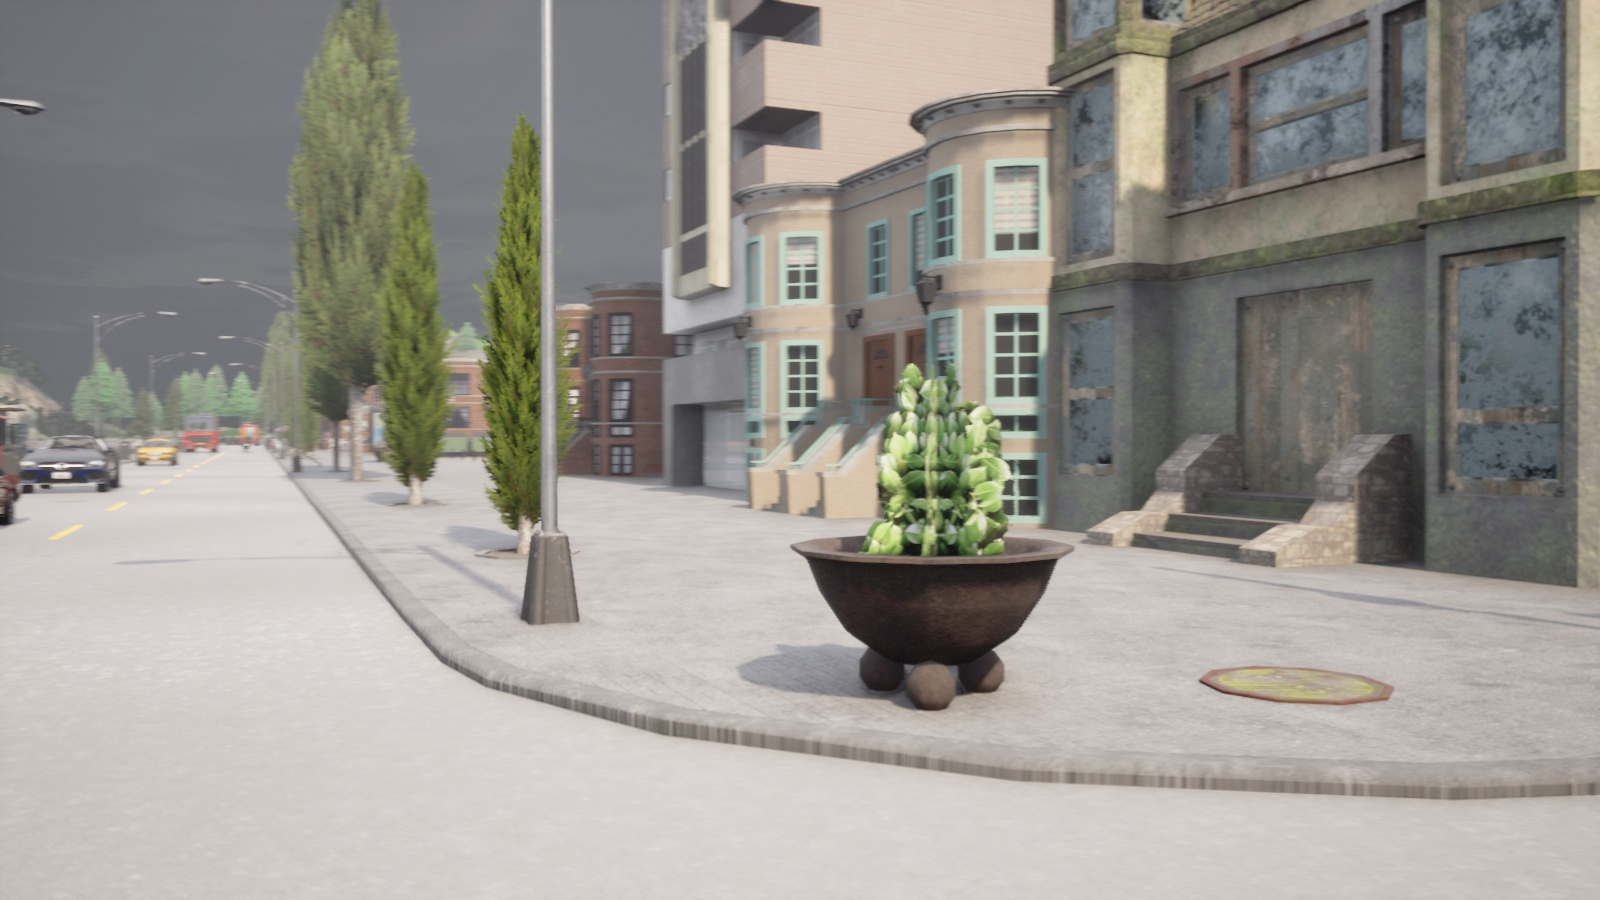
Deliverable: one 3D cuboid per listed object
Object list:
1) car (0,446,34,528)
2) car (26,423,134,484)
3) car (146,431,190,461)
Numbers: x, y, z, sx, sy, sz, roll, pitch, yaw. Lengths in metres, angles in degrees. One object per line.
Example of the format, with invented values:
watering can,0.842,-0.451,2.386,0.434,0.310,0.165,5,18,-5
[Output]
car,-14.260,0.604,20.923,1.895,1.301,4.718,0,1,-23
car,-20.977,0.057,36.769,2.152,1.651,5.027,0,1,-23
car,-34.440,-0.235,68.532,1.801,1.575,5.366,0,1,-23
